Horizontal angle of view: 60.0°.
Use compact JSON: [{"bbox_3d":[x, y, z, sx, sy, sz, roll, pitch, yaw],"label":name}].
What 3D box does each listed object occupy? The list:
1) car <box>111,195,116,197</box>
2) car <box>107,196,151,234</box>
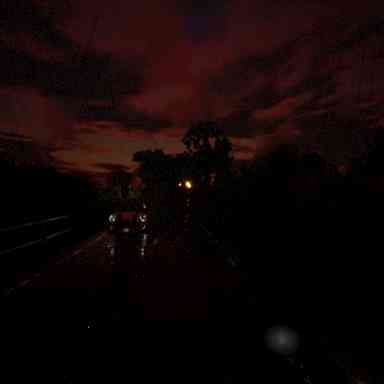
[{"bbox_3d":[-20.336,1.415,84.996,2.128,1.511,4.902,0,0,-24],"label":"car"},{"bbox_3d":[-3.459,1.335,18.944,2.097,1.767,4.553,0,0,-5],"label":"car"}]
